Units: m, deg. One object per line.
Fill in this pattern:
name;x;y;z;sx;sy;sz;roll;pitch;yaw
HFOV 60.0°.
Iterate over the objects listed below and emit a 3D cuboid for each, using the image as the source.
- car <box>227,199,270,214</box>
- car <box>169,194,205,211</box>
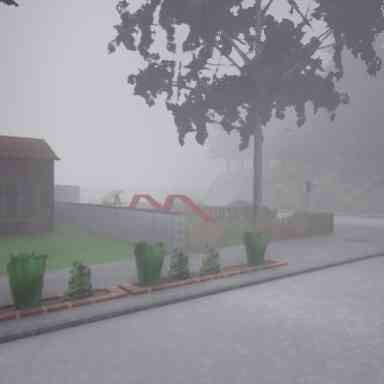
car;5.435;1.491;32.237;1.837;1.490;4.892;0;0;-35
car;-0.694;1.209;40.848;2.150;2.045;5.566;0;0;-36
